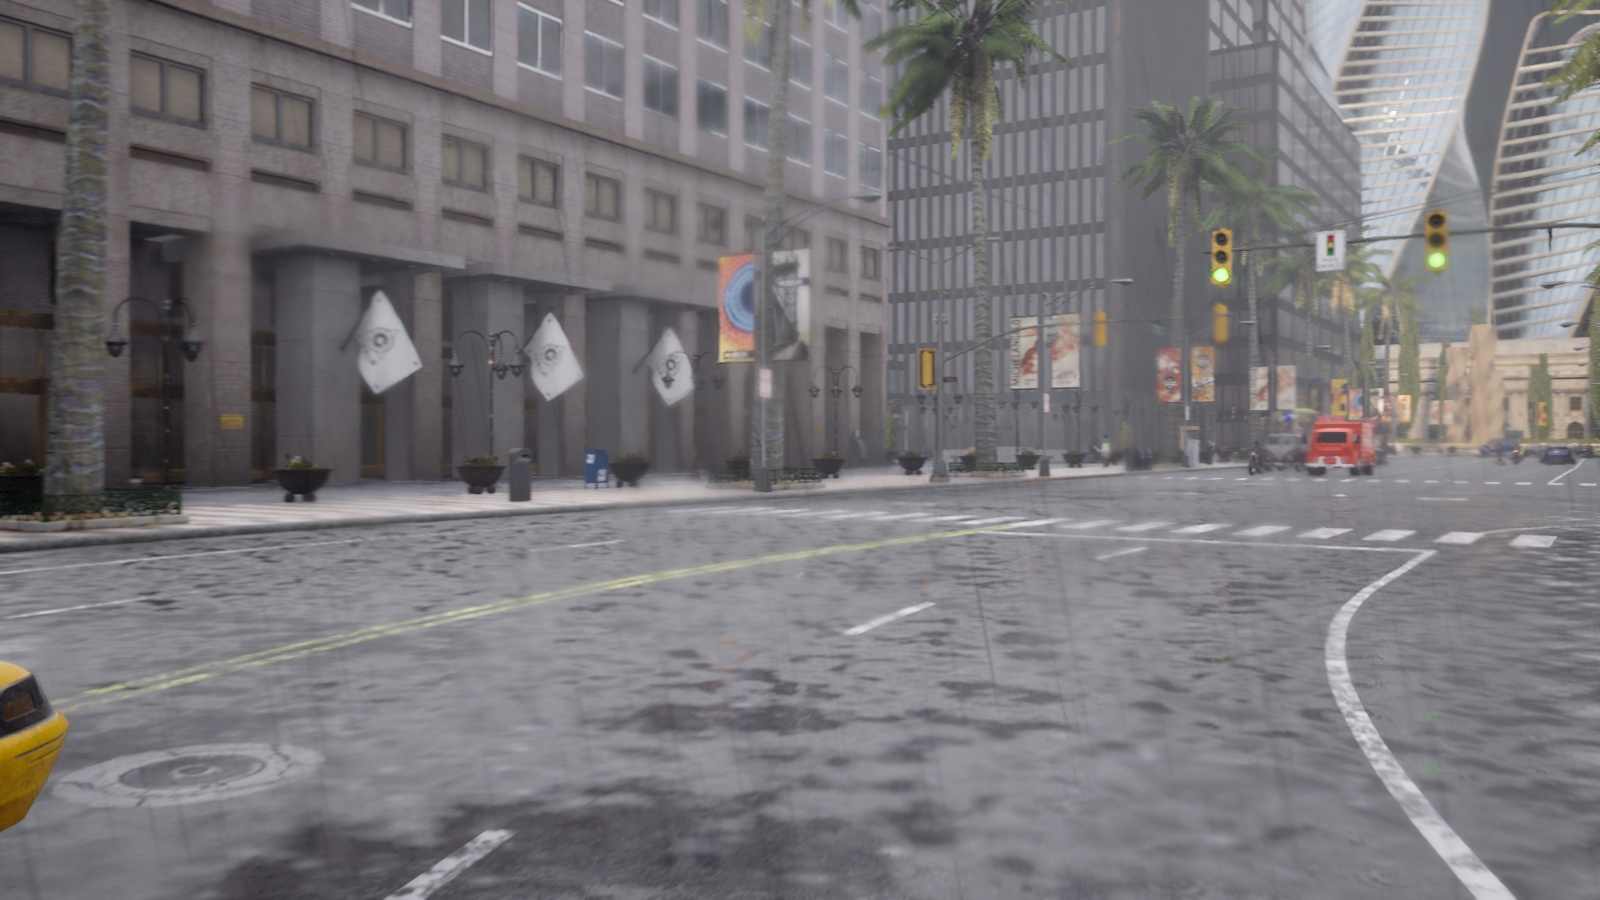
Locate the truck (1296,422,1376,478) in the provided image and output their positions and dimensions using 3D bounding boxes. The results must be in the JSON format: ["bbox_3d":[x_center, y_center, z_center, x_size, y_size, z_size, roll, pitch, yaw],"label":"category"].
[{"bbox_3d":[25.232,-0.018,58.995,2.627,2.467,5.204,0,0,33],"label":"truck"}]

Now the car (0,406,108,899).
[{"bbox_3d":[-3.381,0.669,1.547,1.801,1.575,5.366,0,0,4],"label":"car"}]

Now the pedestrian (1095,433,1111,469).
[{"bbox_3d":[16.404,0.055,67.962,0.659,1.952,0.873,0,0,28],"label":"pedestrian"}]

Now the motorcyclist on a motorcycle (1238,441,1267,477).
[{"bbox_3d":[21.555,0.407,59.733,0.766,1.649,2.350,0,1,33],"label":"motorcyclist on a motorcycle"}]

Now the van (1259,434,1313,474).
[{"bbox_3d":[25.513,0.184,65.867,1.775,1.987,4.442,0,0,33],"label":"van"}]
